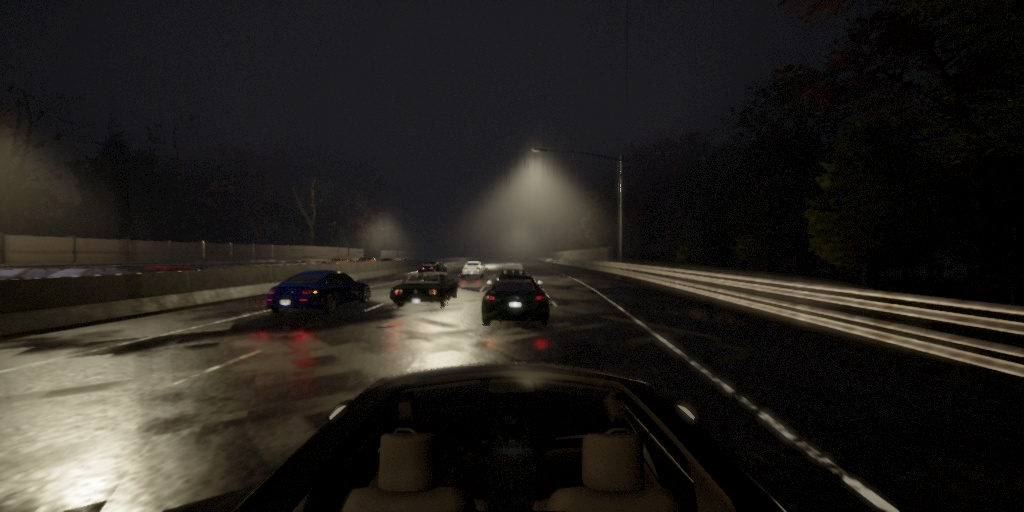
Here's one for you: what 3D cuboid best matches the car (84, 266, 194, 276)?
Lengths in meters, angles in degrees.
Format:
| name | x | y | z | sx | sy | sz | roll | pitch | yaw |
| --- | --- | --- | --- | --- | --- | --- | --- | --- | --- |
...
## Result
| name | x | y | z | sx | sy | sz | roll | pitch | yaw |
| --- | --- | --- | --- | --- | --- | --- | --- | --- | --- |
| car | -17.602 | 1.229 | 17.934 | 1.812 | 1.442 | 4.674 | 0 | 0 | 0 |

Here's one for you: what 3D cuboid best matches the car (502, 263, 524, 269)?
| name | x | y | z | sx | sy | sz | roll | pitch | yaw |
| --- | --- | --- | --- | --- | --- | --- | --- | --- | --- |
| car | 0.097 | 1.276 | 30.027 | 1.895 | 1.301 | 4.718 | 0 | 0 | 0 |

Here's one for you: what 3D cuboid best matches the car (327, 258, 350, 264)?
| name | x | y | z | sx | sy | sz | roll | pitch | yaw |
| --- | --- | --- | --- | --- | --- | --- | --- | --- | --- |
| car | -28.028 | 1.103 | 58.006 | 1.882 | 1.535 | 5.008 | 0 | 0 | 0 |

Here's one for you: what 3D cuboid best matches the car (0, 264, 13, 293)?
| name | x | y | z | sx | sy | sz | roll | pitch | yaw |
| --- | --- | --- | --- | --- | --- | --- | --- | --- | --- |
| car | -27.630 | 1.185 | 16.691 | 1.882 | 1.535 | 5.008 | 0 | 0 | -2 |

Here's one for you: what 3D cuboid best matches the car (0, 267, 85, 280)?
| name | x | y | z | sx | sy | sz | roll | pitch | yaw |
| --- | --- | --- | --- | --- | --- | --- | --- | --- | --- |
| car | -21.102 | 1.251 | 17.855 | 2.033 | 1.411 | 5.357 | 0 | 0 | 0 |

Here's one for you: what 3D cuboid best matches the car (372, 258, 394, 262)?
| name | x | y | z | sx | sy | sz | roll | pitch | yaw |
| --- | --- | --- | --- | --- | --- | --- | --- | --- | --- |
| car | -21.035 | 1.124 | 59.941 | 1.837 | 1.490 | 4.892 | 0 | 0 | 1 |

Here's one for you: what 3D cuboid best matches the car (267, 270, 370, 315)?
| name | x | y | z | sx | sy | sz | roll | pitch | yaw |
| --- | --- | --- | --- | --- | --- | --- | --- | --- | --- |
| car | -6.902 | 1.242 | 13.232 | 1.812 | 1.442 | 4.674 | 0 | 0 | 0 |

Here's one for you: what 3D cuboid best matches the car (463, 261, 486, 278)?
| name | x | y | z | sx | sy | sz | roll | pitch | yaw |
| --- | --- | --- | --- | --- | --- | --- | --- | --- | --- |
| car | -3.417 | 1.195 | 32.614 | 1.812 | 1.442 | 4.674 | 0 | 0 | 0 |

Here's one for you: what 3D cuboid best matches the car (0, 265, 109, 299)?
| name | x | y | z | sx | sy | sz | roll | pitch | yaw |
| --- | --- | --- | --- | --- | --- | --- | --- | --- | --- |
| car | -24.601 | 1.251 | 18.288 | 2.033 | 1.411 | 5.357 | 0 | 0 | 0 |

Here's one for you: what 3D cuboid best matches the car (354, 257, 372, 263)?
| name | x | y | z | sx | sy | sz | roll | pitch | yaw |
| --- | --- | --- | --- | --- | --- | --- | --- | --- | --- |
| car | -24.530 | 0.975 | 59.863 | 2.097 | 1.767 | 4.553 | 0 | 0 | 1 |

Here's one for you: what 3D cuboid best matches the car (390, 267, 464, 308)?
| name | x | y | z | sx | sy | sz | roll | pitch | yaw |
| --- | --- | --- | --- | --- | --- | --- | --- | --- | --- |
| car | -3.400 | 1.312 | 14.969 | 1.895 | 1.301 | 4.718 | 0 | 0 | 0 |

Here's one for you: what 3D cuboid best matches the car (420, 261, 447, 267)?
| name | x | y | z | sx | sy | sz | roll | pitch | yaw |
| --- | --- | --- | --- | --- | --- | --- | --- | --- | --- |
| car | -6.902 | 1.176 | 31.613 | 1.837 | 1.490 | 4.892 | 0 | 0 | 0 |

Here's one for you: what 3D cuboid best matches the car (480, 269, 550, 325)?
| name | x | y | z | sx | sy | sz | roll | pitch | yaw |
| --- | --- | --- | --- | --- | --- | --- | --- | --- | --- |
| car | 0.097 | 1.284 | 11.736 | 1.994 | 1.385 | 4.181 | 0 | 0 | 0 |
